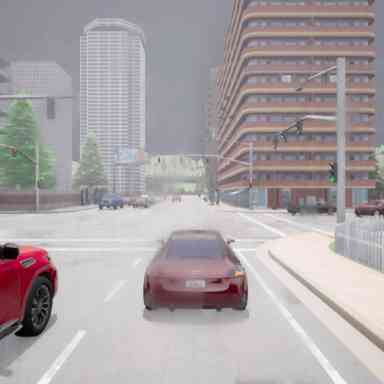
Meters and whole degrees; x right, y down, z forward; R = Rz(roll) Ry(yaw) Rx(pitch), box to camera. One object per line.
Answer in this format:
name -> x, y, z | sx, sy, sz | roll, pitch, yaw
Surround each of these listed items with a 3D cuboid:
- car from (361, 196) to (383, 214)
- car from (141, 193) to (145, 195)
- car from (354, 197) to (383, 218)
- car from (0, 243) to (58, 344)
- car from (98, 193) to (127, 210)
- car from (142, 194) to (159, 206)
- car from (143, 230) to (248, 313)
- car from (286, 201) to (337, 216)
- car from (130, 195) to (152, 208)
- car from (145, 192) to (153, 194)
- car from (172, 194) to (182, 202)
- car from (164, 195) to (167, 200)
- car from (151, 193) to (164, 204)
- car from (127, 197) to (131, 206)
car -> 19.834, 1.294, 34.194 | 4.553, 1.767, 2.097 | 0, 0, -27
car -> -10.602, 1.500, 64.235 | 1.837, 1.490, 4.892 | 0, 0, 0
car -> 16.552, 1.420, 29.075 | 5.008, 1.535, 1.882 | 0, 0, -20
car -> -3.434, 1.221, 3.496 | 2.150, 2.045, 5.566 | 0, 0, 0
car -> -10.615, 1.218, 44.048 | 2.150, 2.045, 5.566 | 0, 0, 2
car -> -7.138, 1.521, 55.762 | 1.812, 1.442, 4.674 | 0, 0, 0
car -> 0.086, 1.563, 7.775 | 1.994, 1.385, 4.181 | 0, 0, 1
car -> 11.395, 1.543, 31.343 | 4.718, 1.301, 1.895 | 0, 0, -12
car -> -7.124, 1.522, 46.905 | 1.812, 1.442, 4.674 | 0, 0, -2
car -> -10.567, 1.219, 74.763 | 2.150, 2.045, 5.566 | 0, 0, 0
car -> -3.570, 1.349, 77.686 | 2.097, 1.767, 4.553 | 0, 0, 0
car -> -7.073, 1.478, 81.046 | 1.837, 1.490, 4.892 | 0, 0, 0
car -> -7.093, 1.521, 66.030 | 1.812, 1.442, 4.674 | 0, 0, 0
car -> -10.638, 1.521, 53.803 | 1.812, 1.442, 4.674 | 0, 0, 0
